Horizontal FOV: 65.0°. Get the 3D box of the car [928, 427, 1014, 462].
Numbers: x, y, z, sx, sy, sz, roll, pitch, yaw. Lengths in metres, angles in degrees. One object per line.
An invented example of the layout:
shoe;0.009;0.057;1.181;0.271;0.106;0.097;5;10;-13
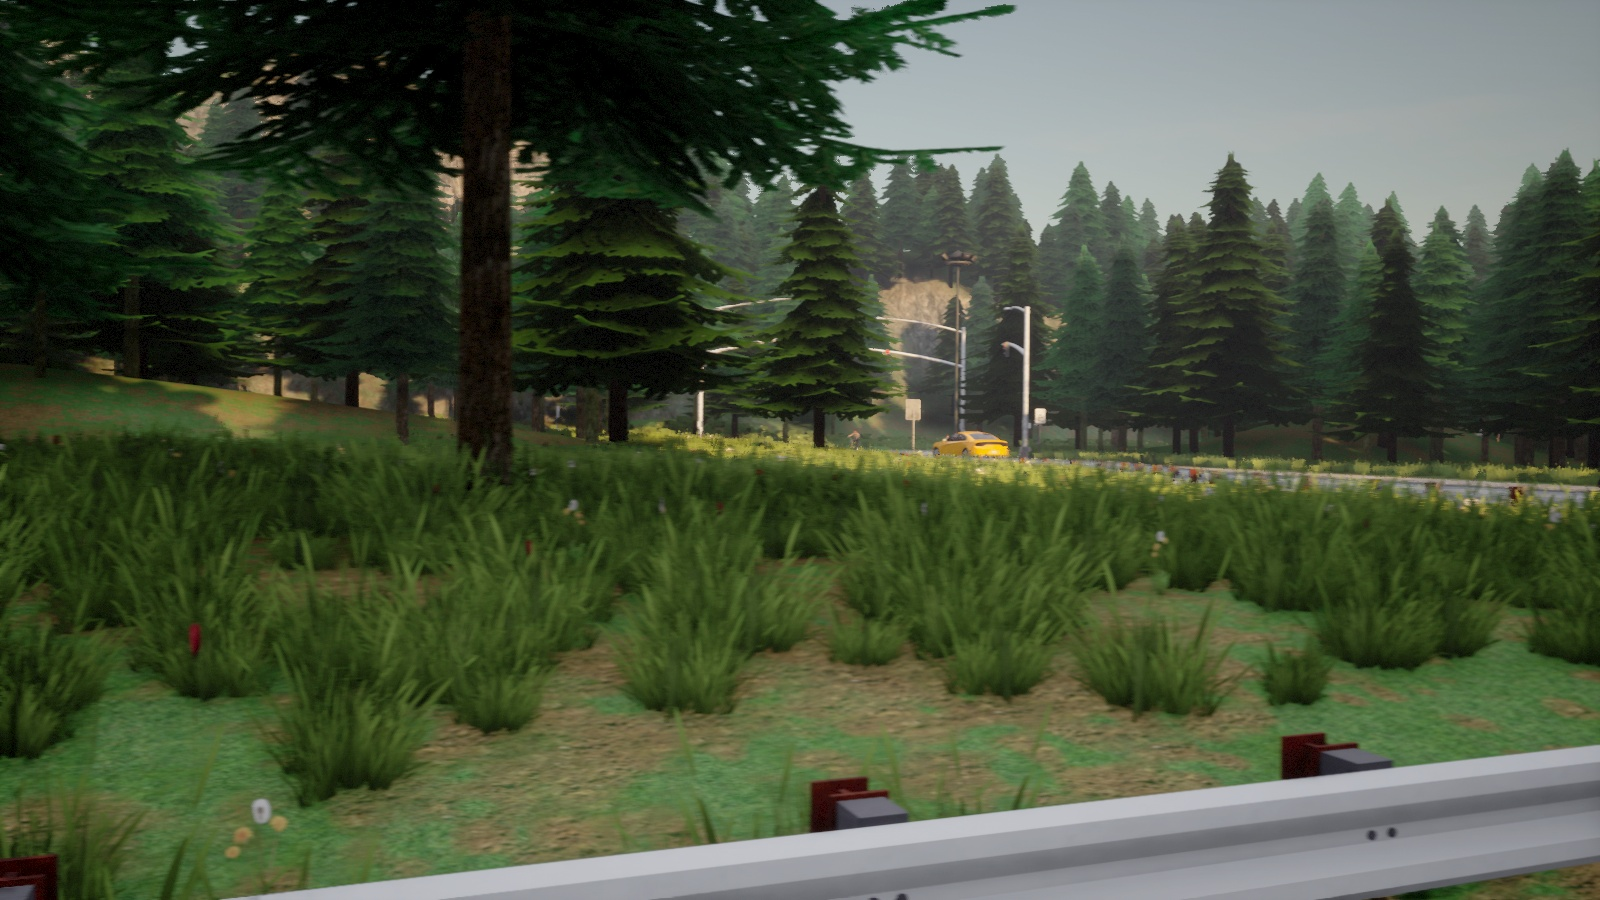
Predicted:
car;7.941;-0.295;58.899;1.882;1.535;5.008;-1;1;-20
